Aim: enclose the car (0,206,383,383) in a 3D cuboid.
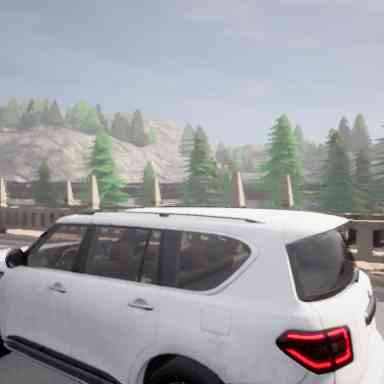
[{"bbox_3d":[-0.735,1.208,4.266,5.566,2.045,2.150,0,0,33],"label":"car"}]
